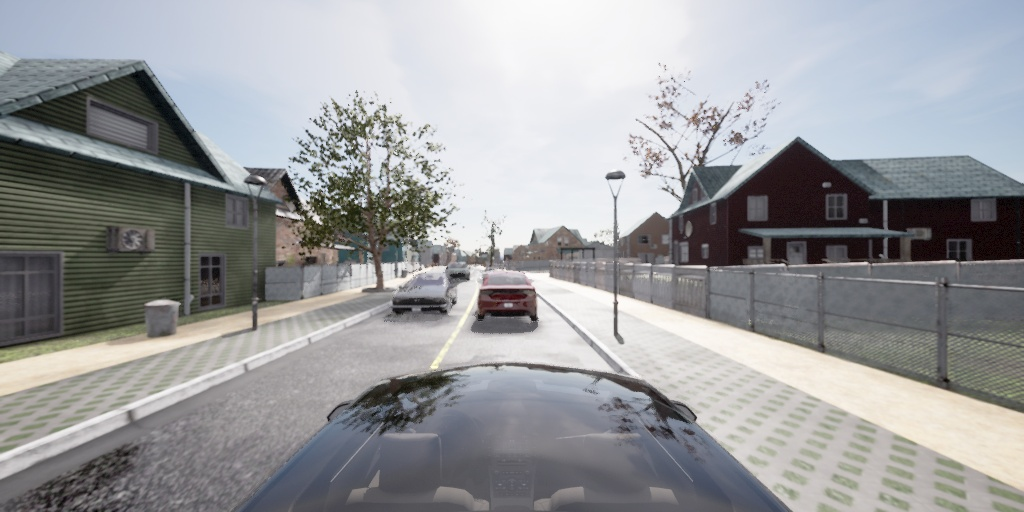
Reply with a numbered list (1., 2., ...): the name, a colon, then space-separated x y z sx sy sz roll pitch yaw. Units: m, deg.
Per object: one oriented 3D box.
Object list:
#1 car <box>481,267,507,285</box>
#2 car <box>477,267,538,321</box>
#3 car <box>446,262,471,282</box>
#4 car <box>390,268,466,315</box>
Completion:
1. car: -1.549 1.581 29.942 1.895 1.301 4.718 0 -1 -6
2. car: -0.216 1.285 12.851 1.882 1.535 5.008 0 0 -3
3. car: -4.814 1.363 32.316 2.097 1.767 4.553 0 -1 -7
4. car: -3.194 1.366 14.192 2.033 1.411 5.357 0 0 -3
